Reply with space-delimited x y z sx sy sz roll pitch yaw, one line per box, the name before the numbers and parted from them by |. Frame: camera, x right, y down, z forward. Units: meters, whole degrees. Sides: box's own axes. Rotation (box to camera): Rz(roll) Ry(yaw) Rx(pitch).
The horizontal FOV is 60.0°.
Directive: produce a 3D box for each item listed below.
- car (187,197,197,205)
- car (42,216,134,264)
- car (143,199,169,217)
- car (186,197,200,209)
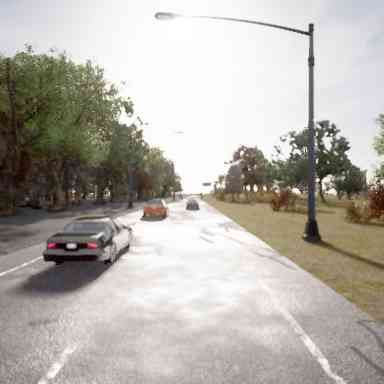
car | -0.010 1.706 65.891 1.837 1.490 4.892 0 0 0
car | -3.405 1.583 11.914 2.033 1.411 5.357 0 0 0
car | -3.387 1.448 32.018 2.097 1.767 4.553 0 0 0
car | 0.091 1.690 47.076 2.033 1.411 5.357 0 0 0
